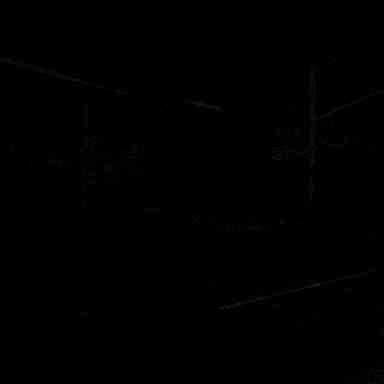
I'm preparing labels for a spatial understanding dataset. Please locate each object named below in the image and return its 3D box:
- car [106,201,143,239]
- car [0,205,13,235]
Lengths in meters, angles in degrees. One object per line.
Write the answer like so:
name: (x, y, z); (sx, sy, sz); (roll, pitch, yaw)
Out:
car: (-4.324, 1.448, 18.358); (1.905, 1.878, 3.866); (1, 0, -36)
car: (-11.453, 1.523, 18.621); (2.242, 1.667, 4.611); (1, 0, -36)
